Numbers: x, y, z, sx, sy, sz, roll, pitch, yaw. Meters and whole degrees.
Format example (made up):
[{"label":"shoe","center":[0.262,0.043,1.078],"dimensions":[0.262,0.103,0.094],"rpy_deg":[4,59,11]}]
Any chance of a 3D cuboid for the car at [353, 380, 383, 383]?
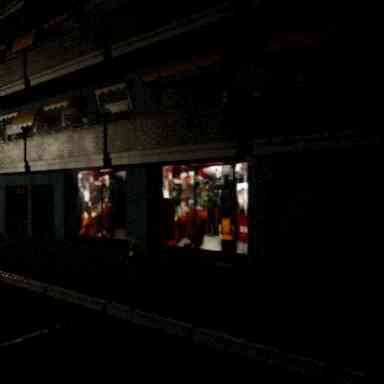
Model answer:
[{"label":"car","center":[2.457,1.577,1.120],"dimensions":[4.206,1.307,1.802],"rpy_deg":[0,0,36]}]
